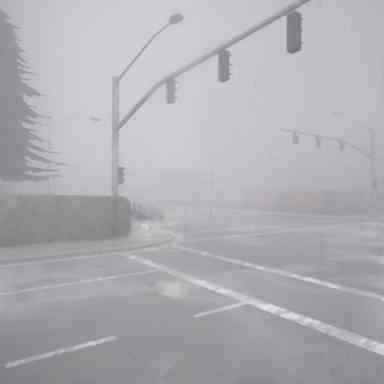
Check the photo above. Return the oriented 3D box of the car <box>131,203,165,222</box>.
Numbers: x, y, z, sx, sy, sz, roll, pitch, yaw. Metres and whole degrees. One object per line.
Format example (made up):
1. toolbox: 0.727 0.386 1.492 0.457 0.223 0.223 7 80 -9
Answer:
1. car: -4.013 1.638 27.184 1.812 1.442 4.674 0 1 -35
